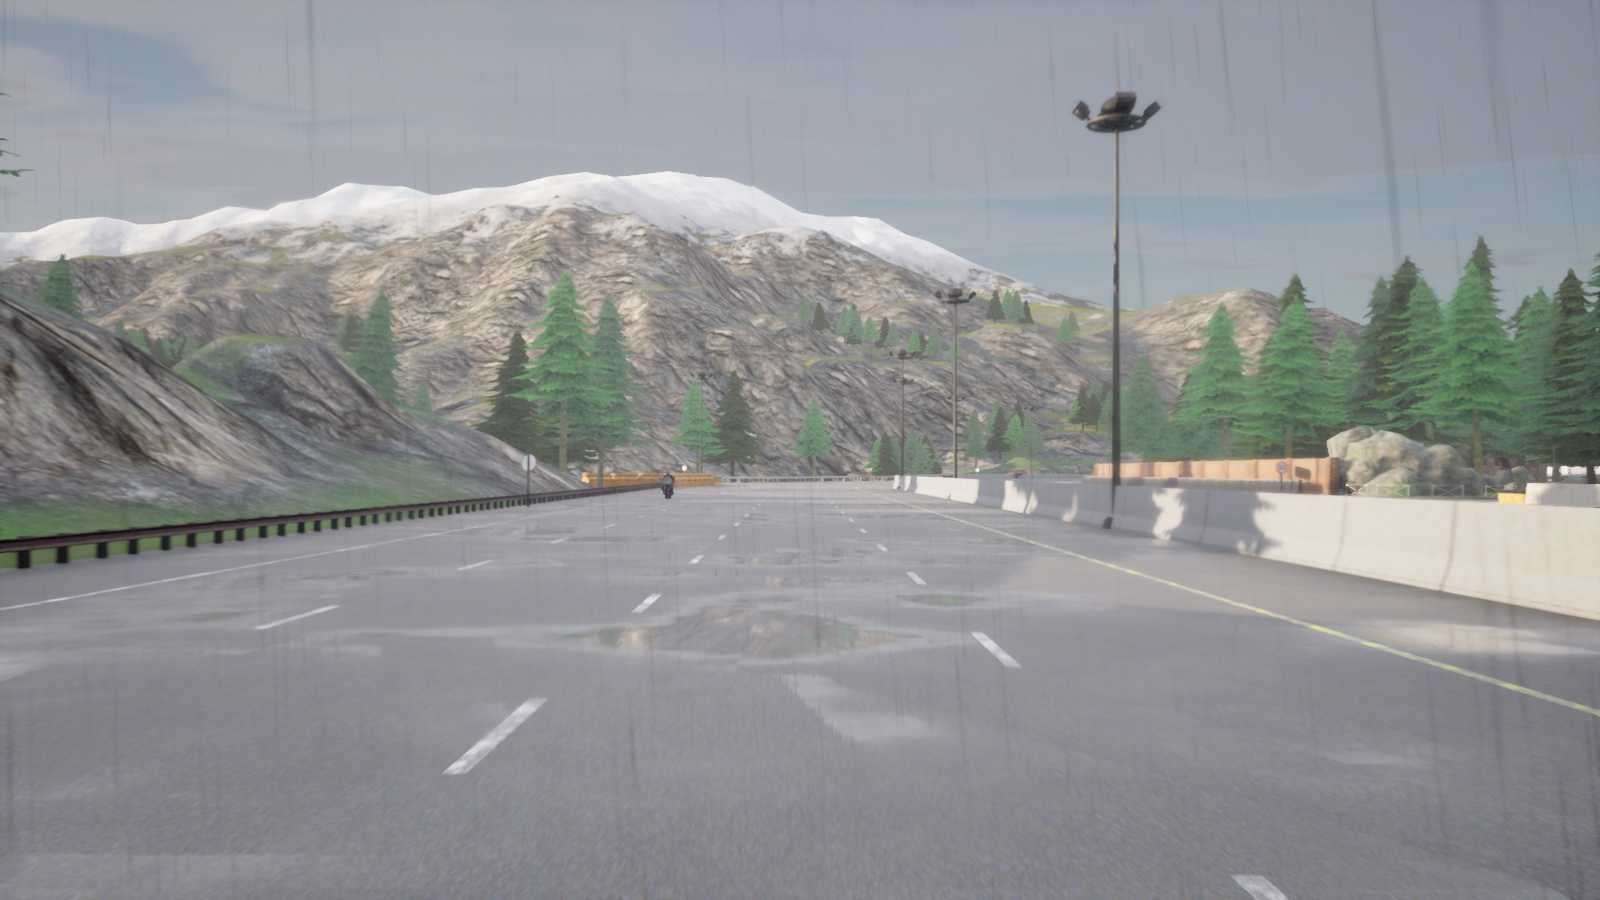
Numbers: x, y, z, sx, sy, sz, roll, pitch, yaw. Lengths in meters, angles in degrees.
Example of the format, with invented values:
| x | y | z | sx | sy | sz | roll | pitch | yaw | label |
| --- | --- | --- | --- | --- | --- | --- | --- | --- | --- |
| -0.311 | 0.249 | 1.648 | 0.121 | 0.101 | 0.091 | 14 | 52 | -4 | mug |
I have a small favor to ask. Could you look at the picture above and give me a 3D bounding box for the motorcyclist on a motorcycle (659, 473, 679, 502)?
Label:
| x | y | z | sx | sy | sz | roll | pitch | yaw | label |
| --- | --- | --- | --- | --- | --- | --- | --- | --- | --- |
| -7.166 | 2.025 | 68.645 | 0.866 | 1.530 | 2.191 | 0 | -1 | 0 | motorcyclist on a motorcycle |
